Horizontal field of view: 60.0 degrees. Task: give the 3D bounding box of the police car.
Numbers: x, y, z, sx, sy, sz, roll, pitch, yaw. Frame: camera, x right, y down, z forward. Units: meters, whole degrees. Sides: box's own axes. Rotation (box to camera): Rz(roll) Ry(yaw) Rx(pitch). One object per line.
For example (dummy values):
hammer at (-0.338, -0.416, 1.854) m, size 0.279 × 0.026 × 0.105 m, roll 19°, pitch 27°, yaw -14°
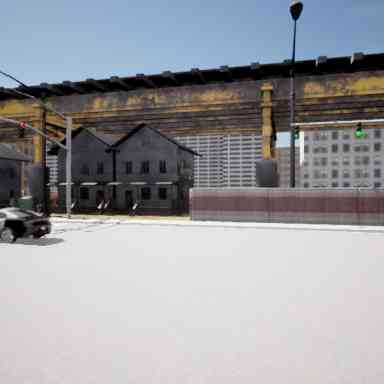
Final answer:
police car at (-9.132, 1.425, 15.655) m, size 5.238 × 1.638 × 1.930 m, roll 0°, pitch 0°, yaw 17°
